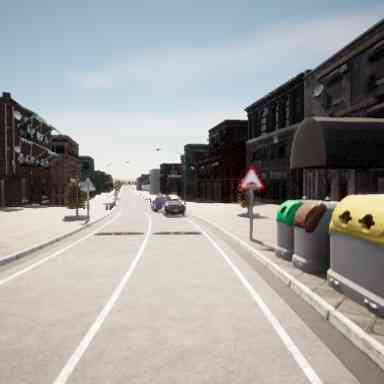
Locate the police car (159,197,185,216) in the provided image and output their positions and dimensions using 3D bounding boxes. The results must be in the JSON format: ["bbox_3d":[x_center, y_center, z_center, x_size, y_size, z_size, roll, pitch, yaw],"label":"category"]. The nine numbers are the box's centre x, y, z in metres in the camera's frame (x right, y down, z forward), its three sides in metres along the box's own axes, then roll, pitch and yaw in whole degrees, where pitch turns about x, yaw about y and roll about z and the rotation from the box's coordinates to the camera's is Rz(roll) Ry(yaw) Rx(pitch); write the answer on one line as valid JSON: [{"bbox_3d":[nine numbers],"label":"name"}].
[{"bbox_3d":[-1.904,1.536,33.036,1.930,1.638,5.238,0,-1,-10],"label":"police car"}]

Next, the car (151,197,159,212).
[{"bbox_3d":[-3.773,1.640,42.883,2.150,2.045,5.566,0,-2,-11],"label":"car"}]

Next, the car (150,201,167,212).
[{"bbox_3d":[-4.970,2.054,48.749,1.882,1.535,5.008,0,-2,-12],"label":"car"}]
